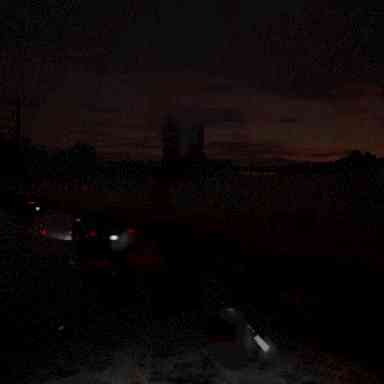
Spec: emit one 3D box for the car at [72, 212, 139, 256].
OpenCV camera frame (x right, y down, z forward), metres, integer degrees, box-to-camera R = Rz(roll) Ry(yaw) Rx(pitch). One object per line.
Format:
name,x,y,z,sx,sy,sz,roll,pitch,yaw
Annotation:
car,-3.539,1.493,13.191,1.994,1.385,4.181,-1,2,-26

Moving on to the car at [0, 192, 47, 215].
car,-12.692,0.738,24.952,4.892,1.490,1.837,6,5,40
